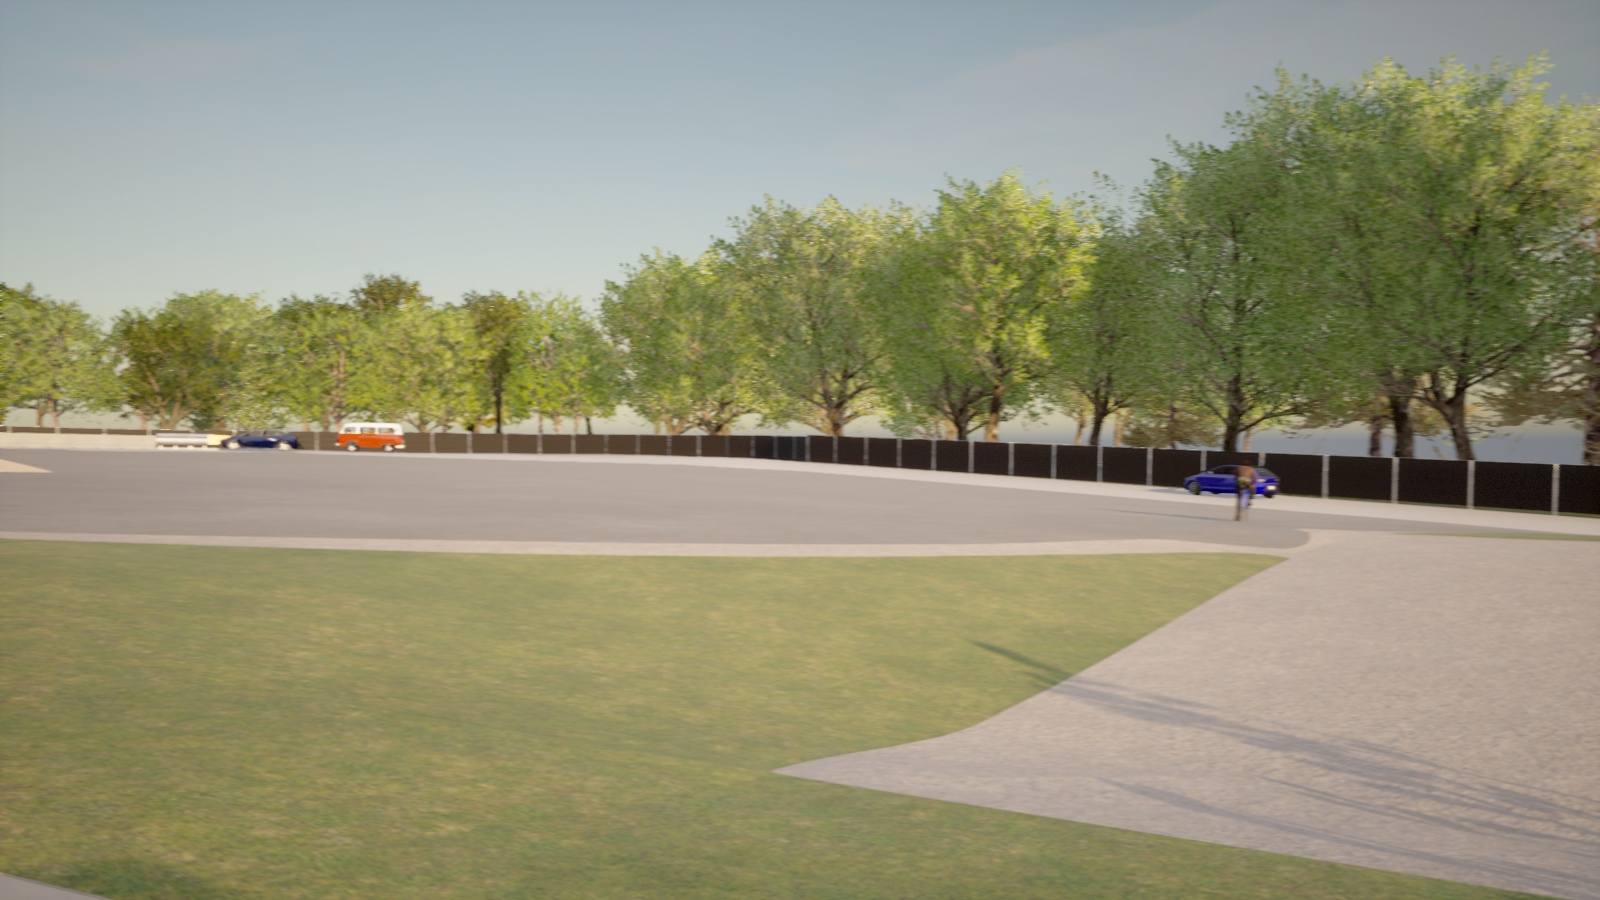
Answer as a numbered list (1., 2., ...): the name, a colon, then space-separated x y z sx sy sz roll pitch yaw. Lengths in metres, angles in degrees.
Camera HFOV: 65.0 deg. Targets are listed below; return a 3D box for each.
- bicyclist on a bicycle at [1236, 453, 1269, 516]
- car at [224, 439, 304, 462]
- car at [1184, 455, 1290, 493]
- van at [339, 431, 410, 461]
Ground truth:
1. bicyclist on a bicycle: 11.939 0.894 33.107 0.582 1.620 1.656 1 -1 27
2. car: -35.002 0.034 82.073 4.792 1.488 2.163 0 0 -23
3. car: 19.435 1.024 56.001 1.816 1.474 4.193 -2 2 -35
4. van: -29.696 -0.252 87.674 4.480 2.038 2.069 0 0 -12
